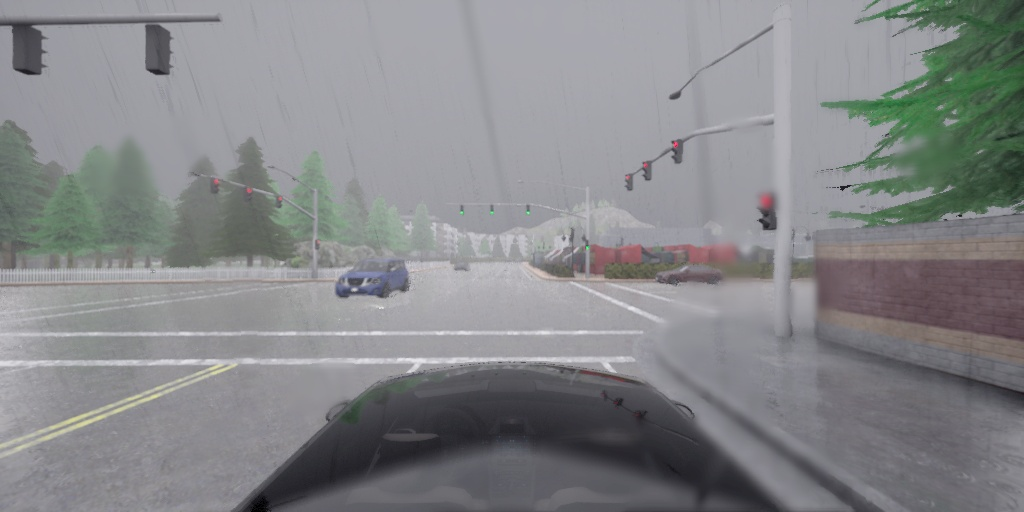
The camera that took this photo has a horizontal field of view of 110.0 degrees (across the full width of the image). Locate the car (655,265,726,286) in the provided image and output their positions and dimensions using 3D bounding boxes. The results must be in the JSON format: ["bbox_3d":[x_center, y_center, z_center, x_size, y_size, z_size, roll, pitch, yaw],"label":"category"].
[{"bbox_3d":[12.556,1.338,25.319,4.674,1.442,1.812,0,0,0],"label":"car"}]

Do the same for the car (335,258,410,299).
[{"bbox_3d":[-7.004,1.141,18.705,2.150,2.045,5.566,0,0,0],"label":"car"}]

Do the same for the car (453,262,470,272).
[{"bbox_3d":[-7.025,1.565,50.844,2.033,1.411,5.357,0,0,0],"label":"car"}]
